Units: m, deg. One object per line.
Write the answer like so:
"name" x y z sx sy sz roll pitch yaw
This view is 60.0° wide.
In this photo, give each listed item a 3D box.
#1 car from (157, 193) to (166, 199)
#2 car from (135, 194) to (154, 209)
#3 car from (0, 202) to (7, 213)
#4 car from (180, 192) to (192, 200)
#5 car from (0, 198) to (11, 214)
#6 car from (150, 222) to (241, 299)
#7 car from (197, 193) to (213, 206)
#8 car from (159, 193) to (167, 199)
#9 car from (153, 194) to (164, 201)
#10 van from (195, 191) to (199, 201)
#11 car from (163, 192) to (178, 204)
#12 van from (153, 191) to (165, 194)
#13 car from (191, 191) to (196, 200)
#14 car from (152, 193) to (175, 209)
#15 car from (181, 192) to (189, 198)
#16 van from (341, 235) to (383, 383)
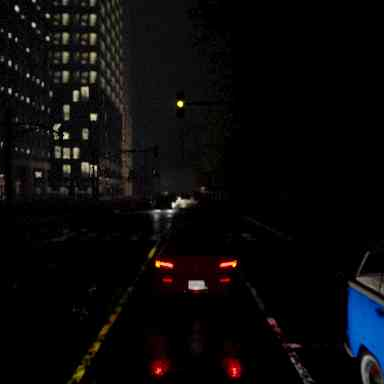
"car" -7.133 0.984 78.712 1.887 1.381 4.507 0 0 -2
"car" -5.760 1.276 39.909 2.008 1.369 4.403 0 0 -1
"car" -17.618 1.115 26.042 5.008 1.535 1.882 1 0 4
"car" -1.352 1.087 70.746 1.895 1.301 4.718 0 0 -2
"car" -18.168 1.188 28.671 4.206 1.307 1.802 1 0 4
"car" 0.068 1.470 8.210 1.812 1.442 4.674 0 0 0
"car" 1.982 1.207 45.985 1.752 1.417 4.829 0 0 -1
"car" -7.375 0.979 84.256 1.802 1.307 4.206 0 0 -3
"car" -6.703 1.068 67.624 1.887 1.381 4.507 0 0 -2
"van" 1.842 0.984 51.357 1.690 1.788 3.998 0 0 -2
"car" -3.645 1.183 54.823 1.994 1.385 4.181 0 0 -1
"van" -6.512 0.906 62.080 1.690 1.788 3.998 0 0 -2
"car" 1.309 1.044 68.152 1.752 1.417 4.829 0 0 -2
"car" -3.282 1.232 39.412 1.837 1.490 4.892 0 1 -1
"car" -1.753 0.734 80.720 1.882 1.535 5.008 0 0 -3
"van" 2.562 1.325 2.268 1.690 1.788 3.998 0 0 0
